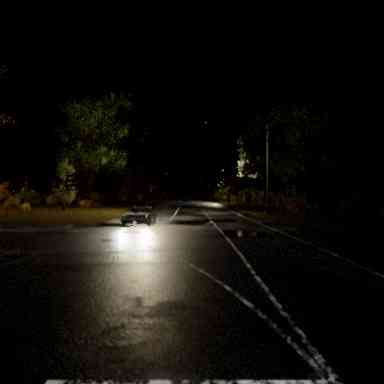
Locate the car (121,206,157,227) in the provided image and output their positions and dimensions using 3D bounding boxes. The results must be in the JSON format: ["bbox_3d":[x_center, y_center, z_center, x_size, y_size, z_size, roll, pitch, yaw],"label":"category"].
[{"bbox_3d":[-3.567,1.646,22.893,1.895,1.301,4.718,1,-2,0],"label":"car"}]
